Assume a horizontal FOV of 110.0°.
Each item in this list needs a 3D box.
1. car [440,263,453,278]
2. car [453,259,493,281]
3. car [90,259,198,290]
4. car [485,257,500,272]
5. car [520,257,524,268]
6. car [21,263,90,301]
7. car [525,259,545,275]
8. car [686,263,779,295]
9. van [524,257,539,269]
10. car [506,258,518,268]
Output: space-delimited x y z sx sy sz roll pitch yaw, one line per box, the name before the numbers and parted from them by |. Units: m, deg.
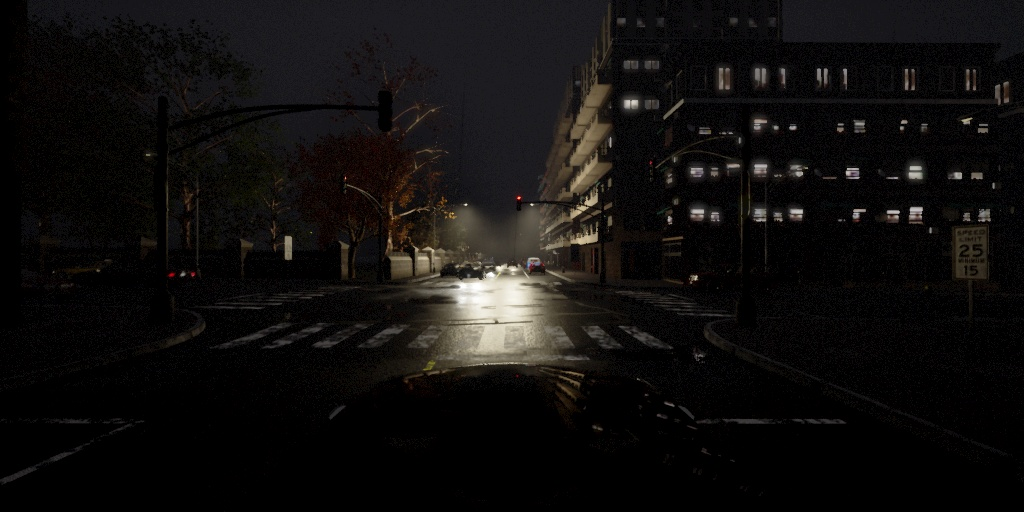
car | -5.654 1.330 34.315 1.948 1.339 4.313 0 0 0
car | -3.184 1.252 30.018 2.128 1.511 4.902 0 0 3
car | -19.822 0.978 18.954 5.357 1.411 2.033 1 0 2
car | -3.049 1.269 46.724 2.128 1.511 4.902 0 0 0
car | 2.751 1.230 56.827 1.967 1.591 4.097 0 0 0
car | -18.949 1.007 13.299 4.207 1.307 1.802 0 0 0
car | 2.732 1.314 39.936 1.888 1.381 4.507 0 0 0
car | 13.471 1.353 21.953 5.009 1.841 2.192 0 0 0
van | 2.739 1.116 45.566 1.690 1.789 3.998 0 0 0
car | 0.066 1.304 62.609 1.837 1.490 4.892 0 0 0
